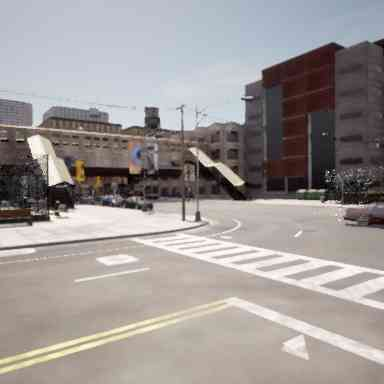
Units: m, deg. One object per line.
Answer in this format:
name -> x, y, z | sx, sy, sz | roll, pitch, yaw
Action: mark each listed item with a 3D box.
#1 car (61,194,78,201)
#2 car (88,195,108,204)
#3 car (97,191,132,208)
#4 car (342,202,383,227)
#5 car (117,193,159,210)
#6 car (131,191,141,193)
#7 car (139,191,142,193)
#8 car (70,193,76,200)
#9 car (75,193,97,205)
car -> -26.215, 1.222, 70.960 | 2.033, 1.411, 5.357 | -1, 1, -35
car -> -15.889, 1.251, 55.974 | 1.994, 1.385, 4.181 | -1, 1, -34
car -> -9.862, 1.091, 42.174 | 2.185, 1.767, 4.553 | -1, 1, -35
car -> 10.959, 1.237, 17.805 | 2.033, 1.411, 5.357 | -1, 1, -36
car -> -6.052, 1.214, 36.998 | 2.097, 1.535, 5.008 | -1, 1, -35
car -> -13.090, 0.692, 75.839 | 2.435, 2.045, 5.566 | -1, 1, -35
car -> -8.796, 1.058, 69.817 | 1.895, 1.301, 4.718 | -1, 1, -35
car -> -22.222, 1.035, 65.256 | 2.097, 1.767, 4.553 | -1, 1, -35
car -> -16.028, 1.216, 51.011 | 2.231, 1.521, 4.892 | -1, 1, -25
